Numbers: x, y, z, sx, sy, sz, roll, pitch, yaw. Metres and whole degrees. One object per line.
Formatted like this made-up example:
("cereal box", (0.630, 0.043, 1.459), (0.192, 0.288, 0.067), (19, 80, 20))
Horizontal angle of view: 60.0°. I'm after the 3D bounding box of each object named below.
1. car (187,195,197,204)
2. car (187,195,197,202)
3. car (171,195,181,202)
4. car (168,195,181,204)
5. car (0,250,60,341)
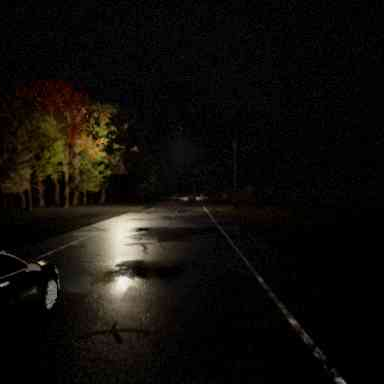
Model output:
("car", (0.004, 1.532, 62.685), (1.994, 1.385, 4.181), (0, 0, 0))
("car", (0.004, 1.358, 72.726), (2.128, 1.511, 4.902), (0, 0, 0))
("car", (-3.495, 1.357, 72.727), (1.812, 1.442, 4.674), (0, 0, 0))
("car", (-3.495, 1.461, 62.686), (2.128, 1.511, 4.902), (0, 0, 0))
("car", (-3.496, 1.505, 4.633), (1.837, 1.490, 4.892), (0, 0, 0))
